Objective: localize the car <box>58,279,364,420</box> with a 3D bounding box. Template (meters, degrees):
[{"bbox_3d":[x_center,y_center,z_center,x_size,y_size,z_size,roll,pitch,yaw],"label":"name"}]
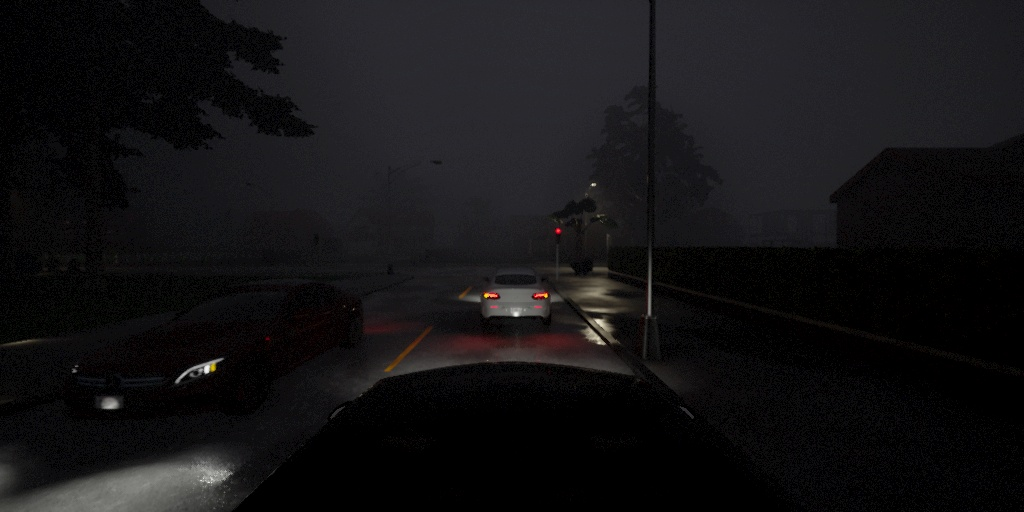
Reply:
[{"bbox_3d":[-4.072,1.163,5.962,1.812,1.442,4.674,0,2,0],"label":"car"}]

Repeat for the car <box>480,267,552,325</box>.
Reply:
[{"bbox_3d":[0.093,1.041,10.589,1.812,1.442,4.674,0,1,0],"label":"car"}]
